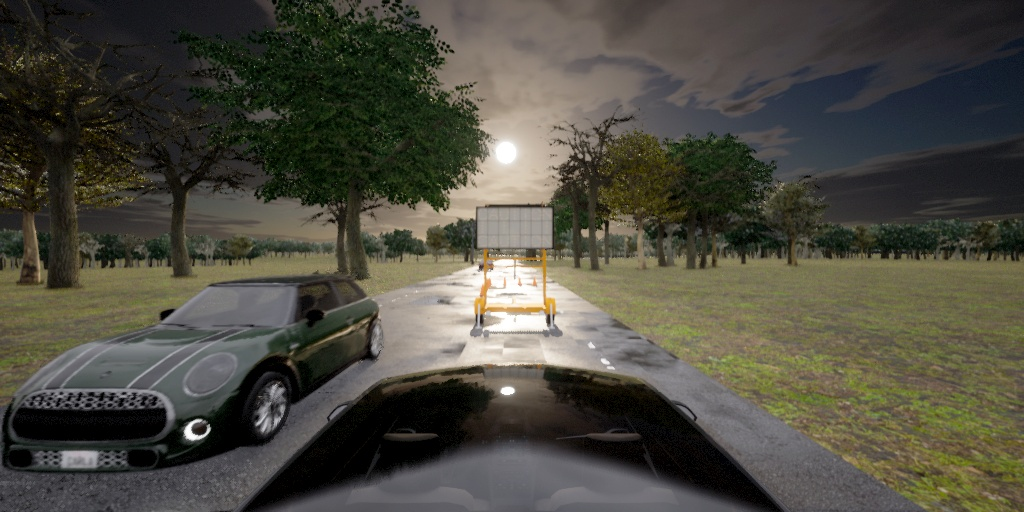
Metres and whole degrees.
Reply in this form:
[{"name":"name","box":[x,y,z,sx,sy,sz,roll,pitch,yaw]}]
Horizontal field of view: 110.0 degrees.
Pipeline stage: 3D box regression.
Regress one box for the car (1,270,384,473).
[{"name":"car","box":[-3.599,1.097,5.227,2.097,1.767,4.553,0,0,0]}]

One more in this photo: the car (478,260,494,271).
[{"name":"car","box":[-3.575,1.201,49.532,1.882,1.535,5.008,0,0,0]}]

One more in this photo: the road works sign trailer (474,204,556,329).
[{"name":"road works sign trailer","box":[0.089,0.200,11.195,2.380,3.560,2.880,0,0,0]}]
